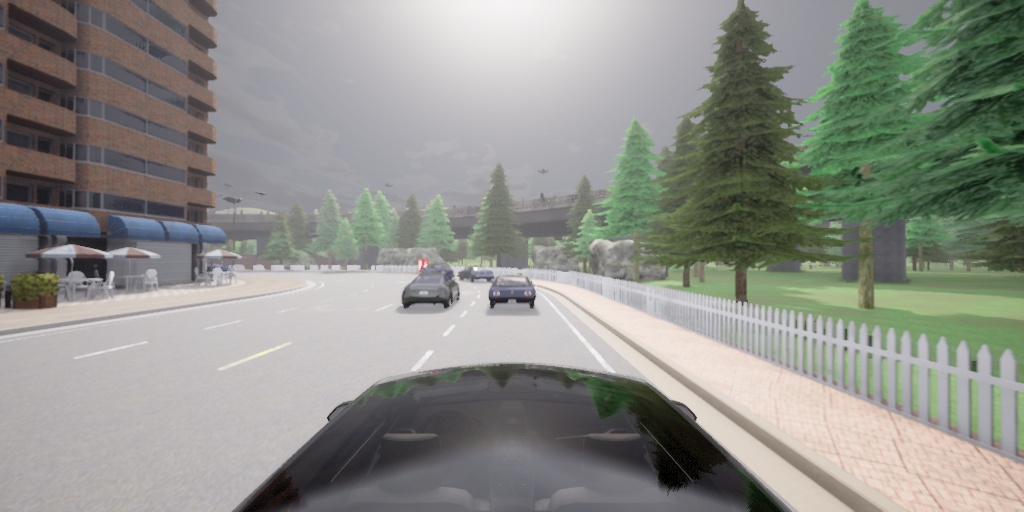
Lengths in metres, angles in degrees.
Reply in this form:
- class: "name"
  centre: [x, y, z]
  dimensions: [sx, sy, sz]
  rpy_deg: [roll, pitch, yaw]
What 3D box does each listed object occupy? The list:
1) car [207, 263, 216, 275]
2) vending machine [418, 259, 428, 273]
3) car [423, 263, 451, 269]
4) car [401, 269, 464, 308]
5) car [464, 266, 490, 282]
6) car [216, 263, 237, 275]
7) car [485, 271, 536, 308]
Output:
- class: "car"
  centre: [-38.189, 1.728, 42.097]
  dimensions: [4.718, 1.301, 1.895]
  rpy_deg: [0, -1, 0]
- class: "vending machine"
  centre: [-12.157, 1.389, 49.130]
  dimensions: [0.880, 2.100, 1.100]
  rpy_deg: [0, 0, 36]
- class: "car"
  centre: [-6.573, 1.376, 31.226]
  dimensions: [2.097, 1.767, 4.553]
  rpy_deg: [0, -1, -26]
- class: "car"
  centre: [-3.528, 1.449, 16.154]
  dimensions: [1.994, 1.385, 4.181]
  rpy_deg: [0, 0, -1]
- class: "car"
  centre: [-3.359, 1.587, 32.637]
  dimensions: [2.033, 1.411, 5.357]
  rpy_deg: [0, -1, -25]
- class: "car"
  centre: [-37.843, 1.639, 45.583]
  dimensions: [5.008, 1.535, 1.882]
  rpy_deg: [0, -1, 0]
- class: "car"
  centre: [-0.011, 1.484, 15.953]
  dimensions: [1.895, 1.301, 4.718]
  rpy_deg: [0, 0, -1]
